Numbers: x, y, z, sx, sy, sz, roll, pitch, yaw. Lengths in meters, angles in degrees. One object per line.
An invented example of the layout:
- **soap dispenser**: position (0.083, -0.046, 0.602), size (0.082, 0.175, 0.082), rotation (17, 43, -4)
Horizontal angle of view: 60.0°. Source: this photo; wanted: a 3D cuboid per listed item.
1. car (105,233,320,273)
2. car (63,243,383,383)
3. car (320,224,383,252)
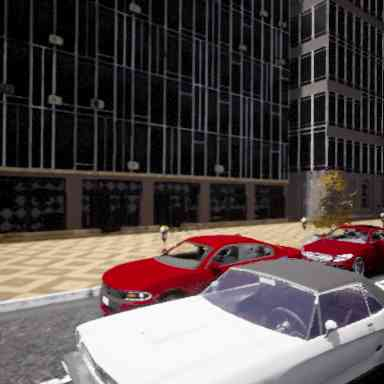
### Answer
- **car**: position (0.401, 1.583, 6.838), size (4.507, 1.381, 1.887), rotation (1, 0, -35)
- **car**: position (1.016, 1.629, 4.098), size (4.718, 1.301, 1.895), rotation (1, 0, -35)
- **car**: position (5.040, 1.672, 10.139), size (4.206, 1.307, 1.802), rotation (1, 0, -35)
